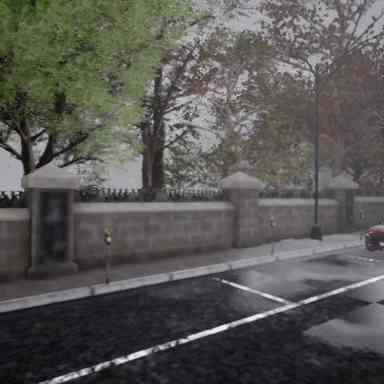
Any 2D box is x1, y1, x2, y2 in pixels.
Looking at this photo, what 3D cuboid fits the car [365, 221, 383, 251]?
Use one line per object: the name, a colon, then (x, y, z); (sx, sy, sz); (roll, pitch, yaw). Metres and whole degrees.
car: (8.206, 1.476, 12.395); (4.507, 1.381, 1.887); (0, 1, -35)
